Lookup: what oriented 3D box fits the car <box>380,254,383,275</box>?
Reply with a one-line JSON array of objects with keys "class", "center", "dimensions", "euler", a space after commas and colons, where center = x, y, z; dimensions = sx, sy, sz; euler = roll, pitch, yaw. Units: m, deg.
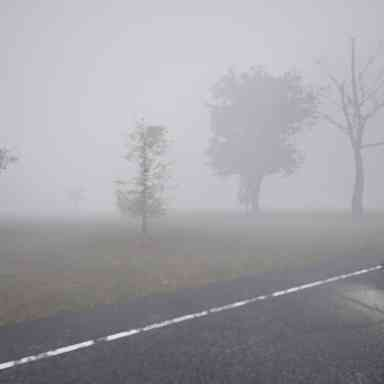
[{"class": "car", "center": [6.878, 1.523, 8.780], "dimensions": [4.674, 1.442, 1.812], "euler": [0, 0, -35]}]
